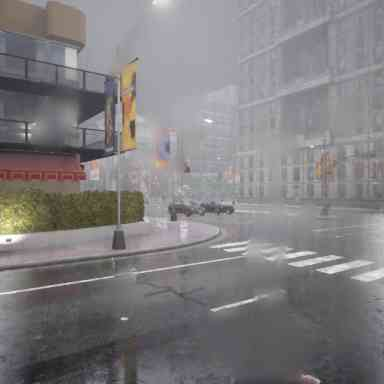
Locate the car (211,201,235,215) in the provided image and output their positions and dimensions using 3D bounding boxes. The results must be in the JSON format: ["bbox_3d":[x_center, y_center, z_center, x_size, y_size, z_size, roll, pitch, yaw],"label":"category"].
[{"bbox_3d":[2.251,1.601,34.143,1.895,1.301,4.718,0,0,-35],"label":"car"}]

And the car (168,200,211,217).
[{"bbox_3d":[-0.598,1.526,32.112,1.812,1.442,4.674,0,0,-35],"label":"car"}]
